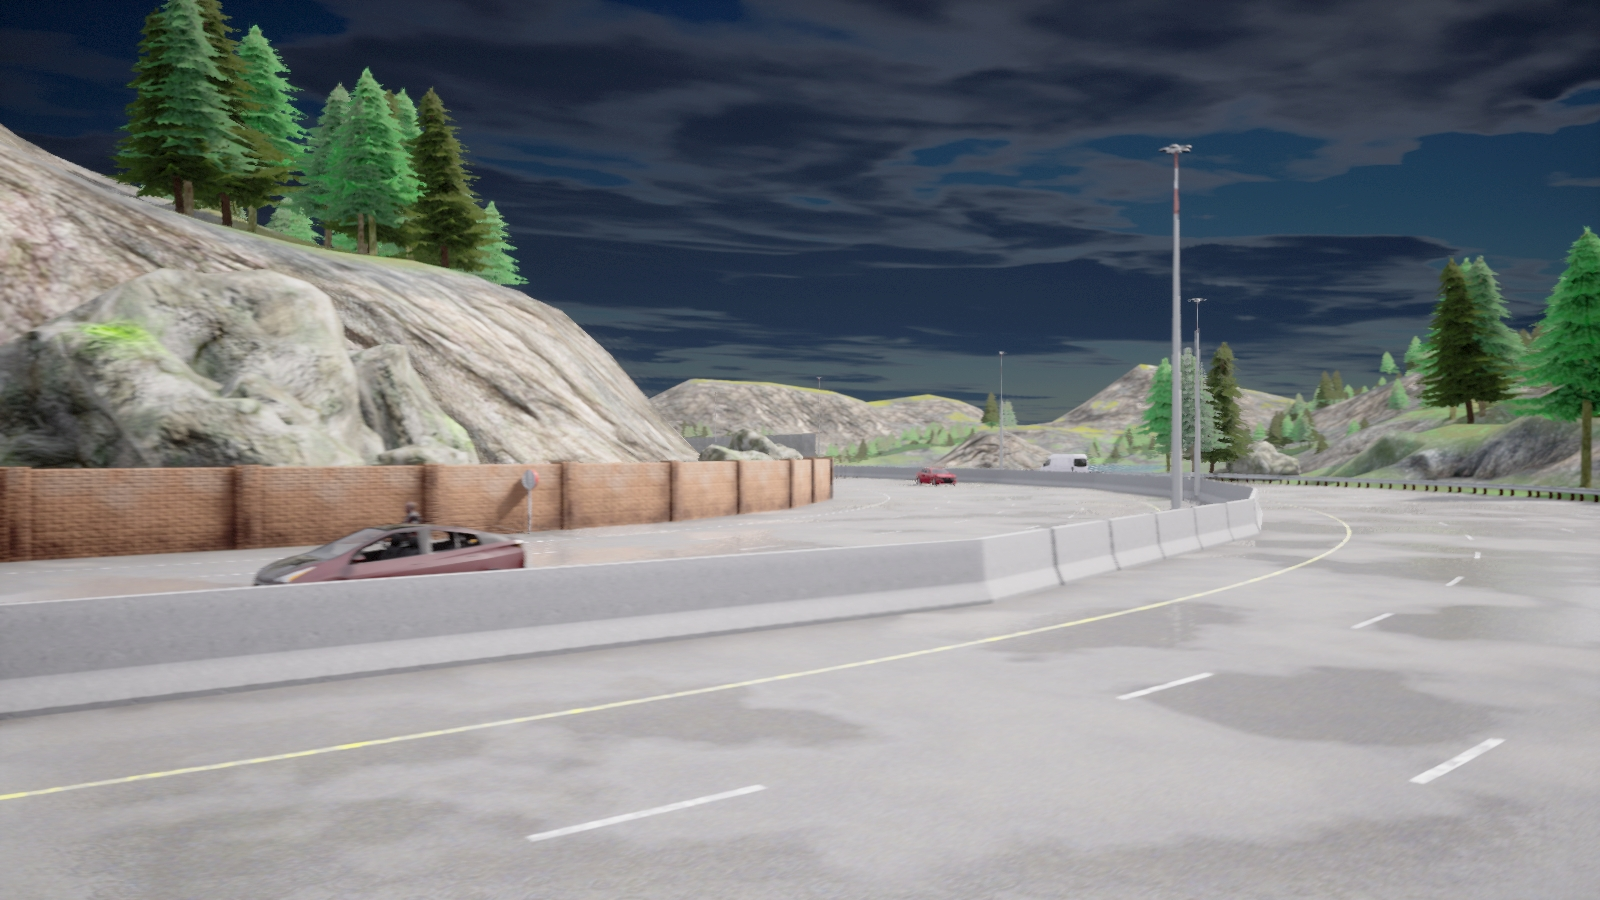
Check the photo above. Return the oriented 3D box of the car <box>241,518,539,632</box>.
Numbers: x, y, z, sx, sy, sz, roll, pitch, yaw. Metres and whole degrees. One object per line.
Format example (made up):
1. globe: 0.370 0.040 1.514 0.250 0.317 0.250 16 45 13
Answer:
1. car: -7.112 2.082 20.098 4.514 1.525 2.007 0 0 -41
